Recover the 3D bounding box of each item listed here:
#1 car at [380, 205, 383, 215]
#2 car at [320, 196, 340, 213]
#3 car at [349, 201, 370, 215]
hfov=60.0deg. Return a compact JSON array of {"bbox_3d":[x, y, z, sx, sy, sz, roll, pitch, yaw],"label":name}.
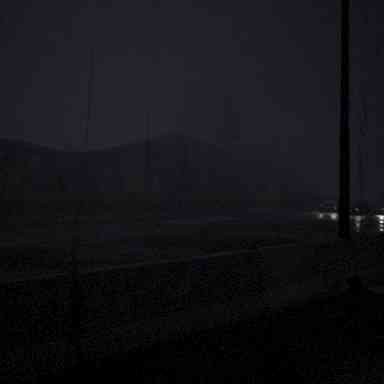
[{"bbox_3d":[22.854,1.884,37.708,1.812,1.442,4.674,0,-1,42],"label":"car"},{"bbox_3d":[18.770,1.579,43.652,2.150,2.045,5.566,0,0,41],"label":"car"},{"bbox_3d":[19.502,1.846,39.224,1.837,1.490,4.892,0,0,42],"label":"car"}]
